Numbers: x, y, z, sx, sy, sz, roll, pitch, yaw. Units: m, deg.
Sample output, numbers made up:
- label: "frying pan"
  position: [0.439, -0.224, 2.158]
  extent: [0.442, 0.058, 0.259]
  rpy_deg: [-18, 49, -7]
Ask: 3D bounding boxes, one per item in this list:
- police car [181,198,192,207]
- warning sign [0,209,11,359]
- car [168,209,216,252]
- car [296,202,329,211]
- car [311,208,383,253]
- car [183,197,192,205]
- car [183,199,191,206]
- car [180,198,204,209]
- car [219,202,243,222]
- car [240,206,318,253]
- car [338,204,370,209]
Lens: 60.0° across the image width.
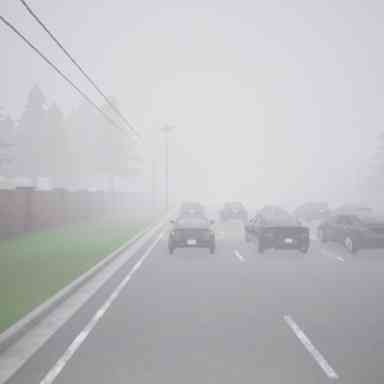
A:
- label: "police car"
  position: [-1.049, 2.034, 63.973]
  extent: [1.930, 1.638, 5.238]
  rpy_deg: [0, -1, 0]
- label: "warning sign"
  position: [-3.050, 1.153, 3.869]
  extent: [1.300, 1.860, 1.060]
  rpy_deg: [0, -1, 0]
- label: "car"
  position: [0.004, 1.663, 14.361]
  extent: [1.812, 1.442, 4.674]
  rpy_deg: [0, 0, 0]
- label: "car"
  position: [10.502, 1.628, 29.074]
  extent: [2.097, 1.767, 4.553]
  rpy_deg: [0, -1, 0]
- label: "car"
  position: [7.004, 1.645, 14.286]
  extent: [1.837, 1.490, 4.892]
  rpy_deg: [0, 0, 0]
- label: "car"
  position: [-1.049, 2.111, 79.833]
  extent: [2.097, 1.767, 4.553]
  rpy_deg: [0, -1, 0]
- label: "car"
  position: [-1.048, 2.229, 73.862]
  extent: [1.812, 1.442, 4.674]
  rpy_deg: [0, -1, 0]
- label: "car"
  position: [0.003, 1.628, 29.075]
  extent: [2.097, 1.767, 4.553]
  rpy_deg: [0, -1, 0]
- label: "car"
  position: [3.503, 1.628, 29.074]
  extent: [2.097, 1.767, 4.553]
  rpy_deg: [0, -1, 0]
- label: "car"
  position: [3.505, 1.617, 14.479]
  extent: [1.882, 1.535, 5.008]
  rpy_deg: [0, 0, 0]
- label: "car"
  position: [14.004, 1.773, 29.280]
  extent: [2.128, 1.511, 4.902]
  rpy_deg: [0, 0, 0]
